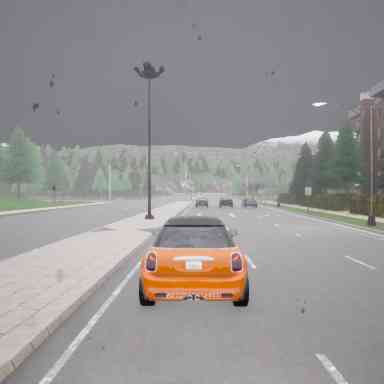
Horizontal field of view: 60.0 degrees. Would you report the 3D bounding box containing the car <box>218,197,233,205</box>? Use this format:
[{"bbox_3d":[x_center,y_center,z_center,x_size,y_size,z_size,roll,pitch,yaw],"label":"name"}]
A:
[{"bbox_3d":[4.990,1.477,49.356,1.882,1.535,5.008,0,0,2],"label":"car"}]

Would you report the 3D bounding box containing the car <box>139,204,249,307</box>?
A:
[{"bbox_3d":[0.068,1.352,8.168,2.097,1.767,4.553,0,0,1],"label":"car"}]

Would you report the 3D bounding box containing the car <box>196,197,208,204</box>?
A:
[{"bbox_3d":[1.480,1.526,49.147,1.812,1.442,4.674,0,0,2],"label":"car"}]

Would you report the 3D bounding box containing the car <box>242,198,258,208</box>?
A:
[{"bbox_3d":[8.488,1.547,49.227,2.033,1.411,5.357,0,0,2],"label":"car"}]
